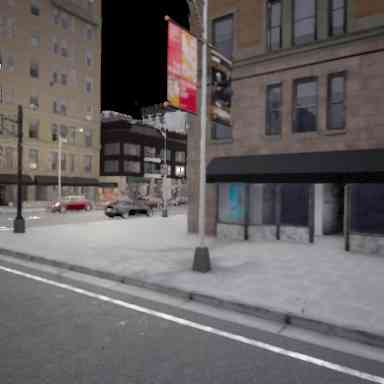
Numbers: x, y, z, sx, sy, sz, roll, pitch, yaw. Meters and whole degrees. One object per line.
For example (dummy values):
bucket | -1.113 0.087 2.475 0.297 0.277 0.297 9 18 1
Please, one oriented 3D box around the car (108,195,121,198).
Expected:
car | -8.213 1.087 35.422 1.967 1.590 4.097 1 1 36

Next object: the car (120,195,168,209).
car | -5.000 1.214 35.536 1.812 1.442 4.674 1 1 36

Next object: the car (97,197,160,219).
car | -4.926 1.345 26.261 1.947 1.339 4.313 1 1 36

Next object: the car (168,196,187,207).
car | -1.771 1.230 44.365 1.802 1.307 4.206 1 1 36

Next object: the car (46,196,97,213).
car | -11.434 1.088 30.951 1.967 1.590 4.097 1 1 36
